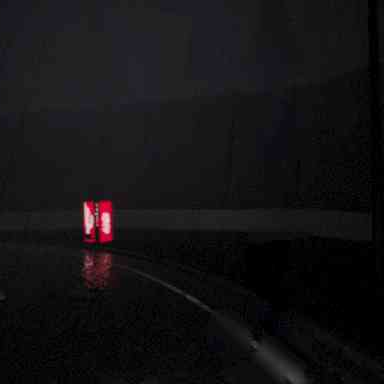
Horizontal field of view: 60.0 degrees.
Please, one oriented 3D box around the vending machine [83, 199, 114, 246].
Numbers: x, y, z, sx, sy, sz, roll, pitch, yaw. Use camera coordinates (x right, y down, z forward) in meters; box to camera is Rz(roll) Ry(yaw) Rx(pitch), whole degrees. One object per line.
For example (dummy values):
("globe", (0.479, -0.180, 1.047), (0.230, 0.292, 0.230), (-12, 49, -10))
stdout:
("vending machine", (-4.459, 1.408, 15.861), (0.880, 2.100, 1.100), (-2, 0, 36))
